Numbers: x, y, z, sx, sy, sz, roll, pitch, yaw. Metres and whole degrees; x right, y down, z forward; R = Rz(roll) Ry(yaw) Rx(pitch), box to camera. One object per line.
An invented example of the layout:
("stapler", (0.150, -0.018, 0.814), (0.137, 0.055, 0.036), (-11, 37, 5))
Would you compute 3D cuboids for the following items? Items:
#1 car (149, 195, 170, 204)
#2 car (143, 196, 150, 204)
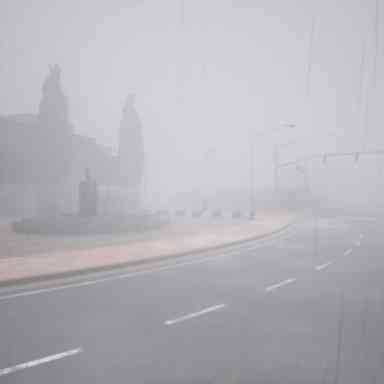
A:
("car", (-7.768, 2.126, 79.794), (1.970, 1.475, 3.806), (0, -1, 26))
("car", (-10.367, 1.903, 81.073), (1.905, 1.878, 3.866), (0, -1, 26))
